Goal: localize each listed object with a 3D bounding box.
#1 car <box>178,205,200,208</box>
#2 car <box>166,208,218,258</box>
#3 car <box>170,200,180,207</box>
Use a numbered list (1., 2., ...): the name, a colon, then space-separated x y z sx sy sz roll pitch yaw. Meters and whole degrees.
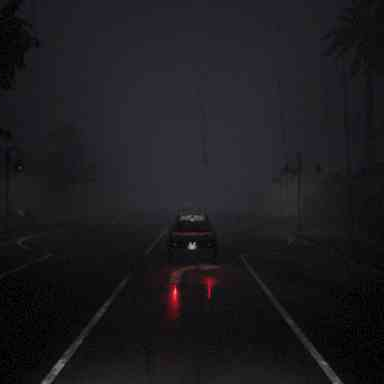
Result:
1. car: 0.023 1.908 28.231 1.895 1.301 4.718 0 -1 1
2. car: 0.025 1.641 13.487 2.128 1.511 4.902 0 0 1
3. car: -3.498 2.295 69.595 2.033 1.411 5.357 0 -1 0
